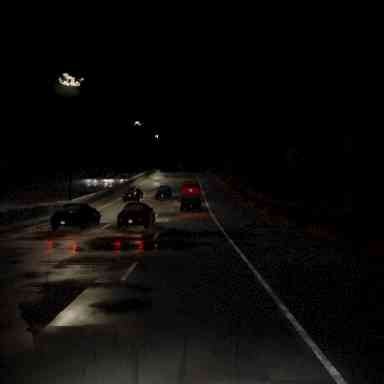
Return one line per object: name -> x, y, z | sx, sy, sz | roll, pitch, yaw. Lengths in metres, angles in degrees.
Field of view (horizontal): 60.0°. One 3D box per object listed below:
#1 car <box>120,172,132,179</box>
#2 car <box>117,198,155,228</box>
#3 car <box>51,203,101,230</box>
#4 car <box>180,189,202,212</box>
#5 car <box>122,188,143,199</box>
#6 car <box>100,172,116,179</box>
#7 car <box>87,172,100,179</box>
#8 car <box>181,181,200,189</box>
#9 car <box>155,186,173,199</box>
car -> -14.337, -3.651, 72.604 | 2.033, 1.411, 5.357 | 0, 7, 0
car -> -3.453, 1.388, 20.891 | 1.812, 1.442, 4.674 | 0, 2, 0
car -> -6.949, 1.404, 20.159 | 1.812, 1.442, 4.674 | 0, 1, 0
car -> -0.107, 0.878, 31.063 | 1.882, 1.535, 5.008 | 0, 4, 0
car -> -7.058, 0.209, 40.074 | 2.033, 1.411, 5.357 | 0, 6, 0
car -> -17.837, -3.666, 72.583 | 2.128, 1.511, 4.902 | 0, 7, 0
car -> -21.337, -3.593, 72.542 | 1.895, 1.301, 4.718 | 0, 7, 0
car -> -0.161, -0.388, 42.662 | 2.150, 2.045, 5.566 | 0, 7, 0
car -> -3.570, -0.038, 42.269 | 1.812, 1.442, 4.674 | 0, 6, 0
